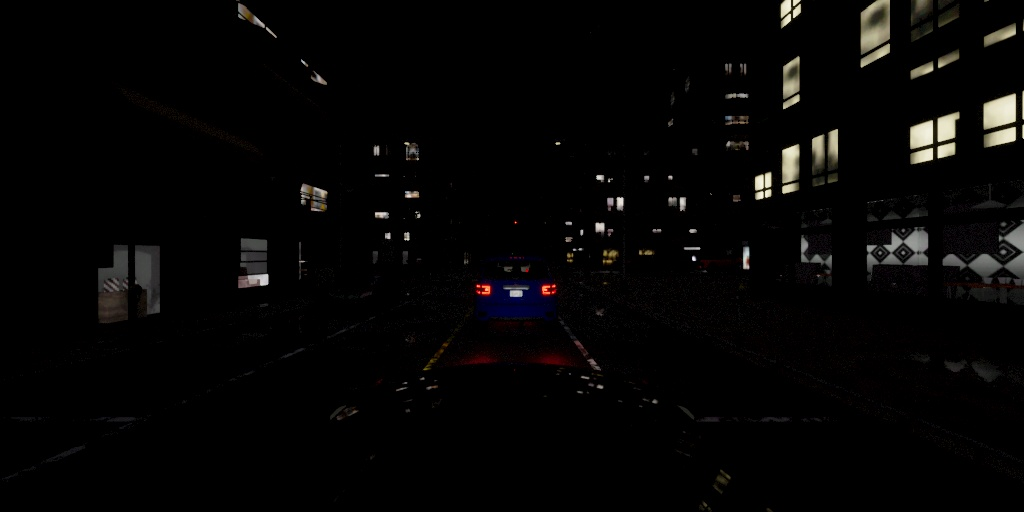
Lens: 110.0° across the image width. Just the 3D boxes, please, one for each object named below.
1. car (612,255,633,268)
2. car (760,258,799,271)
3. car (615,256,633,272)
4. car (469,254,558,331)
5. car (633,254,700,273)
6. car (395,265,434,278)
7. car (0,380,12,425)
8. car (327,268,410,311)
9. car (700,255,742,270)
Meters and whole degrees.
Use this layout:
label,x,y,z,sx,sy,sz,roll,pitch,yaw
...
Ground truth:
label,x,y,z,sx,sy,sz,roll,pitch,yaw
car,14.594,0.764,42.819,5.009,1.841,2.192,0,0,0
car,25.819,0.822,34.531,4.313,1.339,1.948,0,0,0
car,14.435,0.983,40.208,4.674,1.442,1.812,-1,0,-1
car,0.103,0.971,11.062,2.150,2.045,5.566,0,0,0
car,14.725,0.778,34.439,5.009,1.841,2.192,0,0,0
car,-10.405,1.524,36.334,4.718,1.301,1.895,-1,0,8
car,-5.689,1.300,1.551,2.007,1.370,4.403,0,0,0
car,-5.734,1.332,14.468,1.802,1.307,4.207,0,0,0
car,23.400,0.642,40.301,4.553,1.767,2.097,-1,0,-1
